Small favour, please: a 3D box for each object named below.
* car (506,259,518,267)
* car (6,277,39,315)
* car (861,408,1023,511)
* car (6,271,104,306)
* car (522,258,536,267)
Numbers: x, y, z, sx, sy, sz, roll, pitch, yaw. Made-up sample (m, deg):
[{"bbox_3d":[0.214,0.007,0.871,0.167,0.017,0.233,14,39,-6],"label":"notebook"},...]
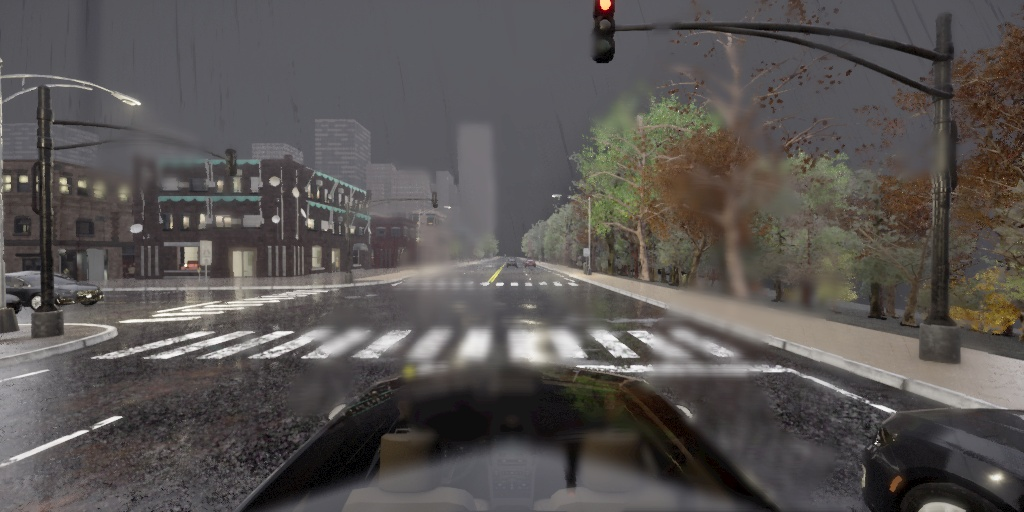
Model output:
[{"bbox_3d":[-0.044,1.231,63.069,1.837,1.490,4.892,0,0,0],"label":"car"},{"bbox_3d":[-19.972,1.565,12.443,4.313,1.339,1.948,0,0,0],"label":"car"},{"bbox_3d":[3.353,1.255,0.450,1.837,1.490,4.892,0,0,0],"label":"car"},{"bbox_3d":[-20.314,1.480,15.147,4.892,1.490,1.837,-1,1,0],"label":"car"},{"bbox_3d":[3.207,1.252,63.382,1.812,1.442,4.674,0,0,0],"label":"car"}]
